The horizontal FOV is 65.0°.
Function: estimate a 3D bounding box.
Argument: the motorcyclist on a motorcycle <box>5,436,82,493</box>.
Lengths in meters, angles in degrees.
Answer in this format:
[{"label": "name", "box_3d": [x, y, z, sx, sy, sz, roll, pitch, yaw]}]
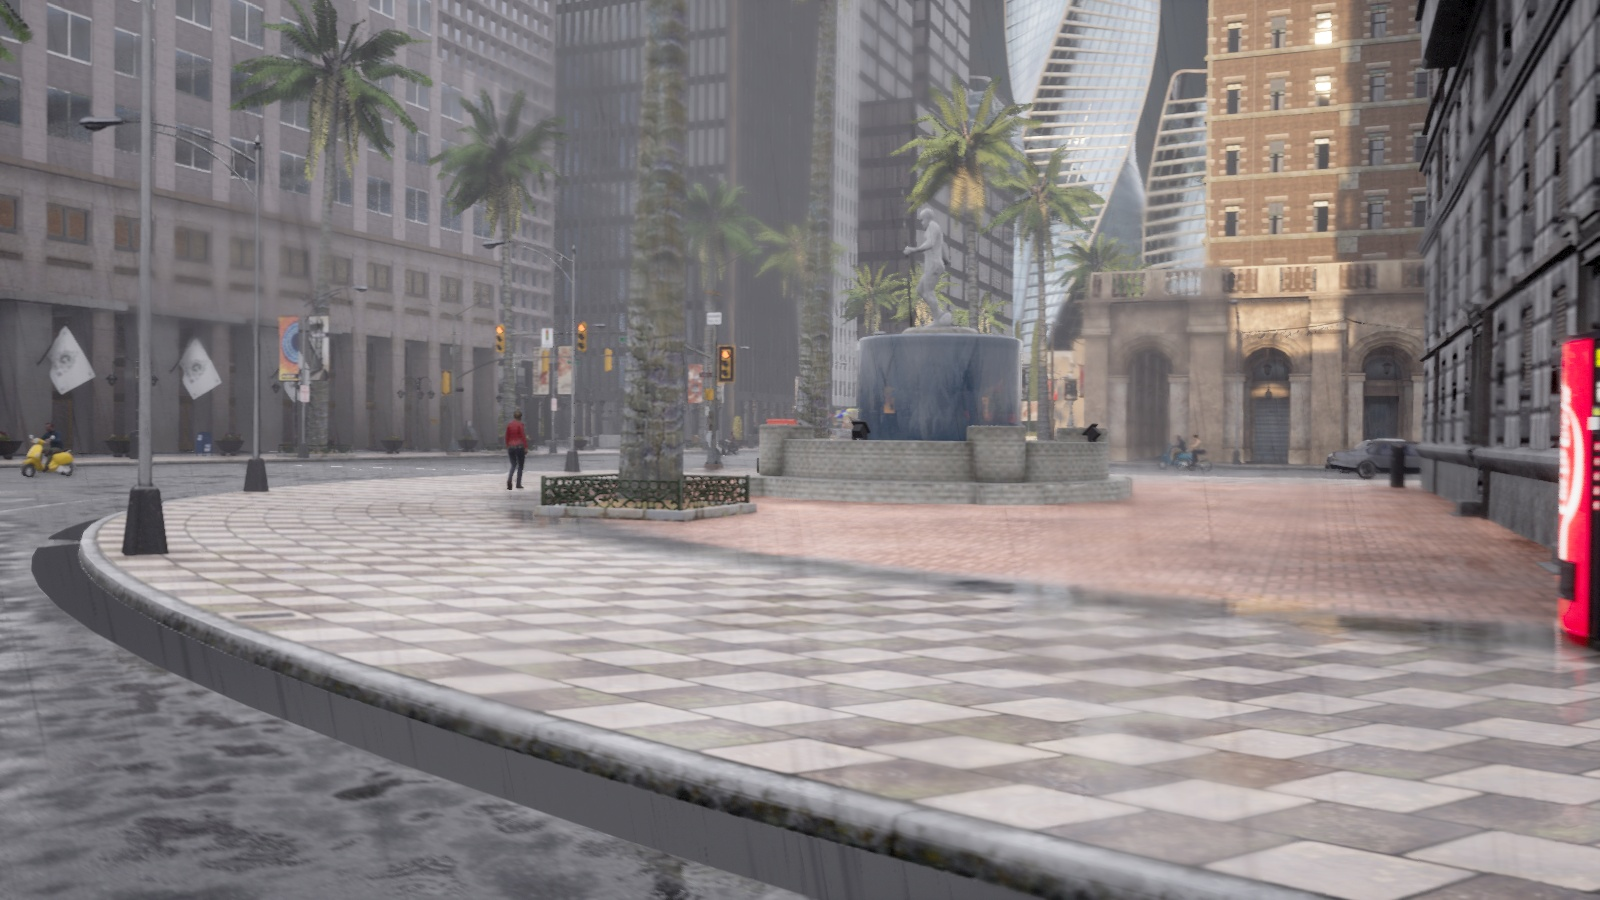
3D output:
[{"label": "motorcyclist on a motorcycle", "box_3d": [-21.902, 0.403, 36.410, 0.866, 1.590, 1.817, 0, 1, 15]}]

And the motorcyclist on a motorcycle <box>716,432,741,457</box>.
[{"label": "motorcyclist on a motorcycle", "box_3d": [-4.931, -0.392, 86.795, 0.766, 1.649, 2.350, 0, 1, 23]}]

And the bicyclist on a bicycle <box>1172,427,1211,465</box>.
[{"label": "bicyclist on a bicycle", "box_3d": [16.778, -0.167, 53.850, 1.509, 1.612, 0.866, 0, 1, 23]}]

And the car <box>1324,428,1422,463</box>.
[{"label": "car", "box_3d": [24.720, -0.212, 54.316, 3.806, 1.475, 1.970, 0, 1, 23]}]

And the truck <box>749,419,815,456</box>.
[{"label": "truck", "box_3d": [-1.187, -0.860, 86.698, 2.627, 2.467, 5.204, 0, 1, 23]}]

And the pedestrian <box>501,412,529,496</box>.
[{"label": "pedestrian", "box_3d": [-6.368, 0.081, 28.092, 0.331, 1.846, 0.636, 0, 1, 15]}]

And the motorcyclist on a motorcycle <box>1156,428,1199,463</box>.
[{"label": "motorcyclist on a motorcycle", "box_3d": [17.274, -0.201, 57.430, 1.817, 1.590, 0.866, 0, 1, 23]}]

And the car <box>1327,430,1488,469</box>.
[{"label": "car", "box_3d": [22.852, -0.026, 47.480, 5.357, 1.411, 2.033, 0, 1, 22]}]
